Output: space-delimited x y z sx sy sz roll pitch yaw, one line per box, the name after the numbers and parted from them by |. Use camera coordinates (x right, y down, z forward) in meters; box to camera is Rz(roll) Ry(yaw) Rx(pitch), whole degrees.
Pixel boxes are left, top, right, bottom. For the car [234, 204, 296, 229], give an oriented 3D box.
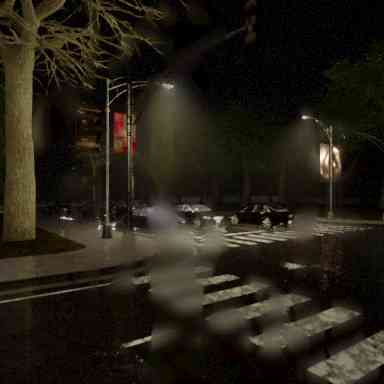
4.535 1.576 22.154 1.837 1.490 4.892 0 0 -36 | car

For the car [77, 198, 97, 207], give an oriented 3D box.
-18.807 1.845 59.625 1.882 1.535 5.008 0 -1 -36 | car

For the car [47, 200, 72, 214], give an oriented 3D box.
-15.144 1.686 37.846 1.837 1.490 4.892 0 -1 -36 | car

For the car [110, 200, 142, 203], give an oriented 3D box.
-5.255 1.471 29.761 2.097 1.767 4.553 0 0 -36 | car

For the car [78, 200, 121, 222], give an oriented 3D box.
-7.941 1.674 27.926 1.994 1.385 4.181 0 0 -36 | car

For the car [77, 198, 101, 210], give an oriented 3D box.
-15.293 1.745 49.355 1.882 1.535 5.008 0 -1 -36 | car

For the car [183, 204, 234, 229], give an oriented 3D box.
0.166 1.565 22.319 2.128 1.511 4.902 0 0 -36 | car

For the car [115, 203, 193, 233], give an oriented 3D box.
-2.509 1.612 20.450 2.033 1.411 5.357 0 0 -36 | car

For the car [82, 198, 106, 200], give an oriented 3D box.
-11.841 1.746 38.832 1.994 1.385 4.181 0 -1 -36 | car
